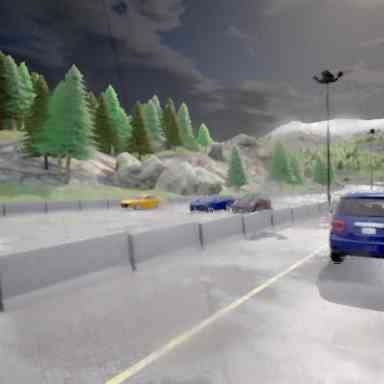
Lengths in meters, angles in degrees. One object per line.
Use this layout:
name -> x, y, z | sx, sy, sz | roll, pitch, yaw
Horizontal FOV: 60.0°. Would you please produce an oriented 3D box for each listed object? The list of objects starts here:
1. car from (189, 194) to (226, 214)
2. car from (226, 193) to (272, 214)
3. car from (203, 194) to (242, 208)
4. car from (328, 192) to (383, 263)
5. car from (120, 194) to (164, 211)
car -> 1.660, 1.022, 29.450 | 1.882, 1.535, 5.008 | 1, 1, 34
car -> 5.164, 0.914, 28.370 | 2.097, 1.767, 4.553 | 1, 1, 34
car -> 3.609, 0.988, 38.469 | 2.033, 1.411, 5.357 | 1, 1, 35
car -> 5.893, 1.022, 10.463 | 2.150, 2.045, 5.566 | 1, 1, 34
car -> -4.797, 0.978, 32.409 | 1.882, 1.535, 5.008 | 1, 1, 34
